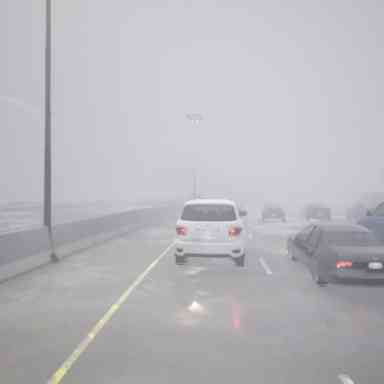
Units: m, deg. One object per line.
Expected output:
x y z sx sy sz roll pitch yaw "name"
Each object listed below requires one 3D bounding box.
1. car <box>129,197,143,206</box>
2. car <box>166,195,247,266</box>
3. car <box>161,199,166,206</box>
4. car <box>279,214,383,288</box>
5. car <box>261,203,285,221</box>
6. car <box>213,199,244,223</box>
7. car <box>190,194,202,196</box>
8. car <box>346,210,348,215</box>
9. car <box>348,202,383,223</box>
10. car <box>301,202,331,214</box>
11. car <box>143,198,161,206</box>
-9.522 1.685 59.771 1.882 1.535 5.008 0 0 21 "car"
0.779 1.270 11.943 2.150 2.045 5.566 0 0 7 "car"
-2.794 1.762 57.806 2.033 1.411 5.357 0 0 21 "car"
4.054 1.593 9.441 2.033 1.411 5.357 0 0 5 "car"
6.807 1.648 28.105 1.812 1.442 4.674 0 0 12 "car"
3.083 1.462 27.339 2.097 1.767 4.553 0 0 12 "car"
0.540 1.438 56.695 2.150 2.045 5.566 0 0 21 "car"
13.544 1.622 26.126 2.128 1.511 4.902 0 0 12 "car"
7.824 1.286 11.920 2.150 2.045 5.566 0 0 6 "car"
10.392 1.608 28.127 1.882 1.535 5.008 0 0 12 "car"
-6.315 1.772 58.356 1.994 1.385 4.181 0 0 21 "car"
